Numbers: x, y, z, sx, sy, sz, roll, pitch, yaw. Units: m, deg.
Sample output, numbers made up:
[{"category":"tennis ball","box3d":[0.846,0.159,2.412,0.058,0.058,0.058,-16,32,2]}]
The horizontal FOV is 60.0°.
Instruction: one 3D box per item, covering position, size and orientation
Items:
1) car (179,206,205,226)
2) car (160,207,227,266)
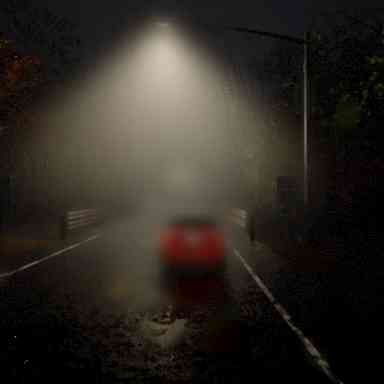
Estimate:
[{"category":"car","box3d":[0.046,1.889,26.706,1.895,1.301,4.718,0,-1,0]},{"category":"car","box3d":[0.047,1.484,12.221,2.097,1.767,4.553,0,-1,0]}]
